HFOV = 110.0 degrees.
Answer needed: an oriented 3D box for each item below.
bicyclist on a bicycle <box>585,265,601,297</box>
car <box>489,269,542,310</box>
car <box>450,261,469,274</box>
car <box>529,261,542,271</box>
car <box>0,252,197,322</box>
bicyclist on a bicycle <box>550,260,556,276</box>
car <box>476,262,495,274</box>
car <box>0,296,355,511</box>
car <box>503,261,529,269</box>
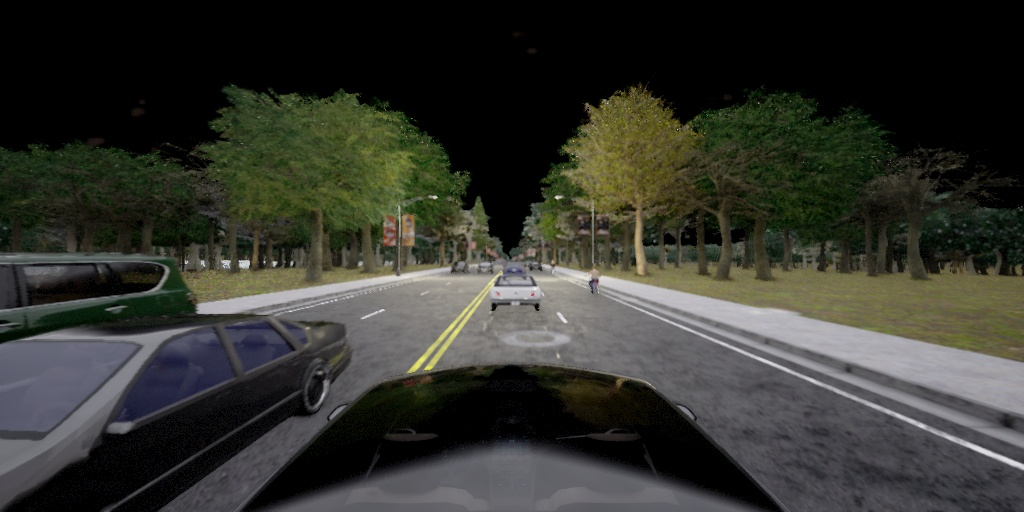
[{"bbox_3d":[4.184,1.261,18.332,0.866,1.612,1.509,0,0,0],"label":"bicyclist on a bicycle"},{"bbox_3d":[0.135,1.402,14.953,1.895,1.301,4.718,0,0,0],"label":"car"},{"bbox_3d":[-6.450,1.425,44.753,1.837,1.490,4.892,0,0,0],"label":"car"},{"bbox_3d":[3.518,1.523,54.280,1.812,1.442,4.674,0,0,0],"label":"car"},{"bbox_3d":[-6.598,0.964,4.023,2.150,2.045,5.566,0,0,0],"label":"car"},{"bbox_3d":[4.252,1.281,37.575,0.659,1.776,1.843,0,0,0],"label":"bicyclist on a bicycle"},{"bbox_3d":[-3.205,1.449,43.928,1.812,1.442,4.674,0,0,0],"label":"car"},{"bbox_3d":[-3.353,1.295,3.224,2.033,1.411,5.357,0,0,0],"label":"car"},{"bbox_3d":[0.196,1.231,33.248,2.097,1.767,4.553,0,0,0],"label":"car"}]
